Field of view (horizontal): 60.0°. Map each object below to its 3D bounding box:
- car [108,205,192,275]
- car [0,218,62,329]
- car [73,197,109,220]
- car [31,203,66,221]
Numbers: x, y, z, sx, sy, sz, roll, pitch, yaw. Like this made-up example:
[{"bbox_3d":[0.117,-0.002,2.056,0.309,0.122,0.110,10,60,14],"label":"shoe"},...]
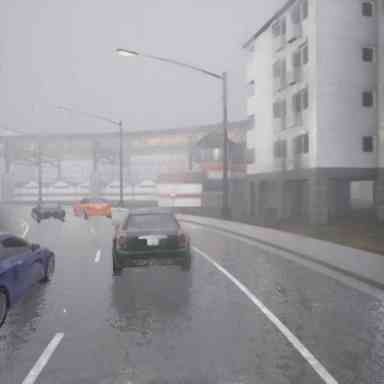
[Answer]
[{"bbox_3d":[-1.416,1.281,10.590,2.097,1.767,4.553,-1,0,-12],"label":"car"},{"bbox_3d":[-4.161,1.508,6.500,1.812,1.442,4.674,0,1,-8],"label":"car"},{"bbox_3d":[-8.188,1.210,27.085,2.097,1.767,4.553,-1,1,-31],"label":"car"},{"bbox_3d":[-10.905,1.496,25.047,1.895,1.301,4.718,-1,0,-31],"label":"car"}]
